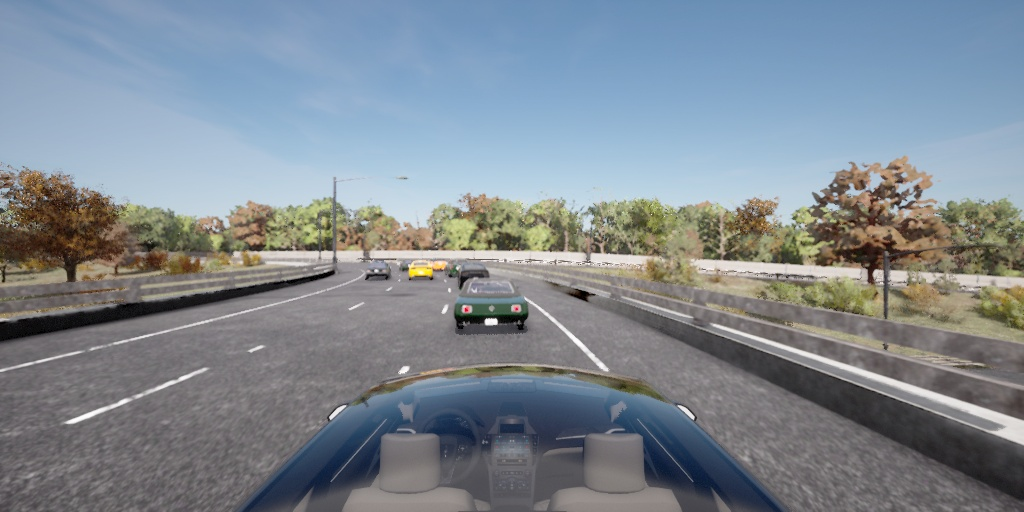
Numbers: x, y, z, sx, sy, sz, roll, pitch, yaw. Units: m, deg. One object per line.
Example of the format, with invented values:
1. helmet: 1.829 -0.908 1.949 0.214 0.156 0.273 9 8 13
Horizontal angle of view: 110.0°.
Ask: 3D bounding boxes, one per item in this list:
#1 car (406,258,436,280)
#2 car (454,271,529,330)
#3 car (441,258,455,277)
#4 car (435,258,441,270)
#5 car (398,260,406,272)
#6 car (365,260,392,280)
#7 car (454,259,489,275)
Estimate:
1. car: -7.911 1.163 30.927 1.882 1.535 5.008 0 0 -16
2. car: -0.703 1.328 11.048 1.895 1.301 4.718 0 0 -5
3. car: -5.173 1.028 33.922 2.097 1.767 4.553 0 0 -16
4. car: -9.628 1.003 45.905 2.097 1.767 4.553 0 0 -23
5. car: -13.147 1.220 45.259 1.994 1.385 4.181 0 0 -24
6. car: -11.484 1.237 30.911 2.033 1.411 5.357 0 0 -16
7. car: -2.643 1.175 23.849 1.882 1.535 5.008 0 0 -11
